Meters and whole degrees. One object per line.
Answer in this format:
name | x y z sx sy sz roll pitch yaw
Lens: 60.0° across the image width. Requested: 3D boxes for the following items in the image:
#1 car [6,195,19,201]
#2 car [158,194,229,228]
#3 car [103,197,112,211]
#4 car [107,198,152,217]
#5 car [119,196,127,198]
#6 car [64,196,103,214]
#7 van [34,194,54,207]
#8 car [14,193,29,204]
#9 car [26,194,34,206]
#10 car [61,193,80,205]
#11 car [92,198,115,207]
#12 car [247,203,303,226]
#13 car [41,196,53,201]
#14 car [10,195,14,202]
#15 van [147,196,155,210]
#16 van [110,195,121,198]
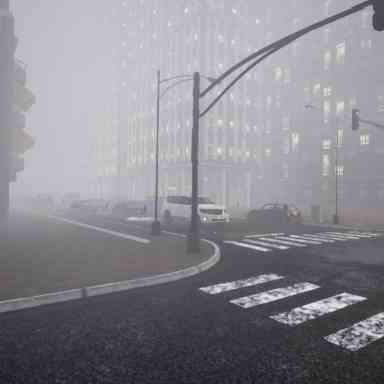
car | -40.197 1.378 74.427 2.008 1.369 4.403 1 -1 -35
car | 0.049 1.170 22.118 2.150 2.045 5.566 1 -1 -35
car | -11.607 1.468 38.571 2.033 1.411 5.357 1 -1 -35
car | -5.731 1.498 30.275 1.994 1.385 4.181 1 -1 -35
car | -7.235 1.584 42.400 2.008 1.369 4.403 1 -1 -35
car | -10.806 1.427 32.948 2.008 1.369 4.403 1 -1 -35
van | -20.599 1.197 46.776 1.690 1.788 3.998 1 -1 -35
car | -30.396 1.155 60.603 2.192 1.841 5.009 1 -1 -35
car | -23.869 1.432 51.382 1.802 1.307 4.206 1 -1 -35
car | -20.404 1.182 56.345 2.150 2.045 5.566 1 -1 -35
car | -13.767 1.586 51.618 1.947 1.339 4.313 1 -1 -35
car | 5.831 1.505 23.966 1.967 1.590 4.097 1 -1 -35
car | -36.628 1.570 83.879 1.802 1.307 4.206 1 -1 -35
car | -36.932 1.397 69.818 1.947 1.339 4.313 1 -1 -35
van | -3.965 1.382 37.794 1.690 1.788 3.998 1 -1 -35
van | -10.496 1.368 47.012 1.690 1.788 3.998 1 -1 -35
